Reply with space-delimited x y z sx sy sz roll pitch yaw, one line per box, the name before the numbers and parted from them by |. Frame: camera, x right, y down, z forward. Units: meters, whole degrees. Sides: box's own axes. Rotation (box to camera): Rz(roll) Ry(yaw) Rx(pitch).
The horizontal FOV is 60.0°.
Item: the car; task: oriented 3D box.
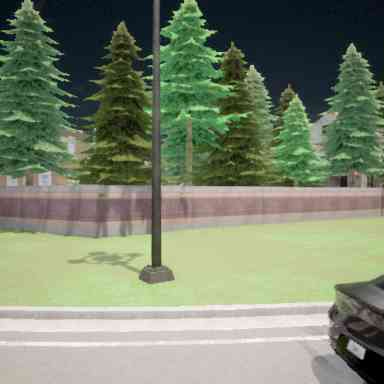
car | 4.144 1.477 3.842 5.008 1.535 1.882 0 0 -9
